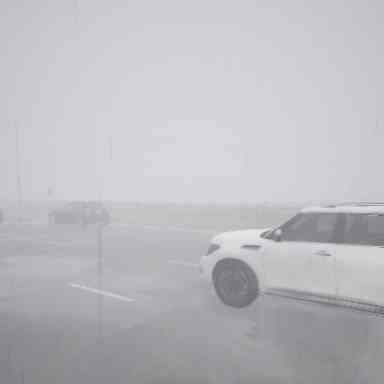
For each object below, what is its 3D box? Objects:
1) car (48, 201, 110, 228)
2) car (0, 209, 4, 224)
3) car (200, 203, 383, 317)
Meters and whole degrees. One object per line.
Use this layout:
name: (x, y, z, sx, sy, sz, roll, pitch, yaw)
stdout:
car: (-7.614, 1.360, 22.312, 4.553, 1.767, 2.097, 0, 0, 35)
car: (-15.028, 1.515, 23.303, 4.892, 1.490, 1.837, 0, 0, 35)
car: (2.836, 1.223, 6.267, 5.566, 2.045, 2.150, 0, 0, 35)
